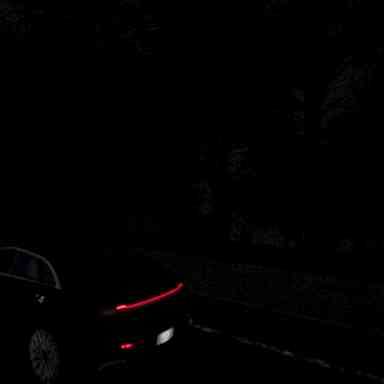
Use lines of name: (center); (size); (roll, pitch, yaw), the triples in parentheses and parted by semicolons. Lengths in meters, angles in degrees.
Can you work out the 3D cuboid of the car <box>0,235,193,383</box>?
car: (-2.281, 1.454, 5.311); (4.902, 1.511, 2.128); (1, 0, 36)
